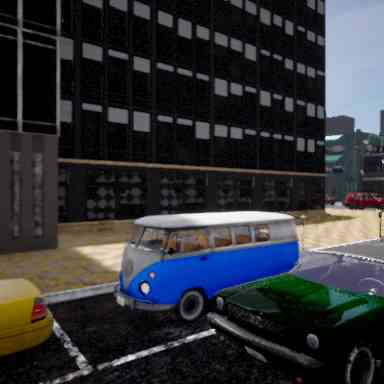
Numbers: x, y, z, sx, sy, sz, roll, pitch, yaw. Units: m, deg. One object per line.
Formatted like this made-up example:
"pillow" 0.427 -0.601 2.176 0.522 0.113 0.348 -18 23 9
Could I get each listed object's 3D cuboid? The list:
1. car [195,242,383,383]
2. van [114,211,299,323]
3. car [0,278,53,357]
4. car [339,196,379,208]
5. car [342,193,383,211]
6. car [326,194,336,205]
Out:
"car" 2.544 1.590 5.193 4.718 1.301 1.895 0 0 -35
"van" 0.494 1.332 6.907 3.998 1.788 1.690 0 0 -36
"car" -4.154 1.529 3.593 4.829 1.417 1.752 0 0 -36
"car" 21.498 1.250 42.929 1.802 1.307 4.206 1 0 -36
"car" 18.034 1.028 33.499 2.192 1.841 5.009 1 0 -36
"car" 18.215 1.040 47.400 1.967 1.590 4.097 1 0 -36
